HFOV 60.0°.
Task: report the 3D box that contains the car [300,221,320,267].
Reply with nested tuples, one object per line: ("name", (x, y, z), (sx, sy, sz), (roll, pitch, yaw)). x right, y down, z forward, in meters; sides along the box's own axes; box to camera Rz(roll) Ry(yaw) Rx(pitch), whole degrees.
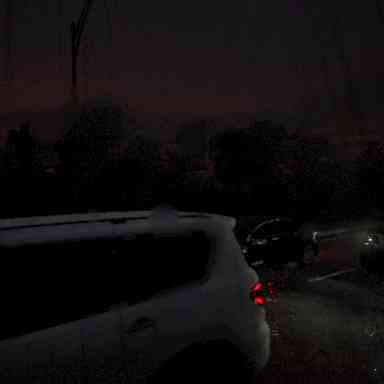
("car", (1.750, 1.470, 9.629), (4.892, 1.490, 1.837), (-1, 0, -36))

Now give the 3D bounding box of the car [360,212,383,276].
("car", (6.789, 1.105, 8.993), (5.566, 2.045, 2.150), (-1, 0, -37))

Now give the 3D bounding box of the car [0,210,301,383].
("car", (-1.792, 1.251, 2.690), (5.566, 2.045, 2.150), (-1, 0, -36))
